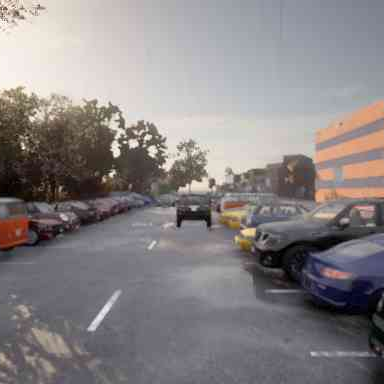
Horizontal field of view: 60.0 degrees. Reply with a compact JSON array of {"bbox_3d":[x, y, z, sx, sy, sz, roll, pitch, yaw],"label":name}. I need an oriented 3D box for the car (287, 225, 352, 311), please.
[{"bbox_3d":[4.416,1.480,6.081,4.674,1.452,2.002,0,0,0],"label":"car"}]

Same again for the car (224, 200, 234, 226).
[{"bbox_3d":[4.611,1.365,17.383,5.366,1.575,1.946,0,0,0],"label":"car"}]

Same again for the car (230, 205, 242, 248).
[{"bbox_3d":[4.236,1.401,11.732,5.366,1.575,1.946,0,0,0],"label":"car"}]

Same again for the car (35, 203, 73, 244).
[{"bbox_3d":[-8.150,1.389,14.375,5.008,1.535,2.097,0,0,0],"label":"car"}]

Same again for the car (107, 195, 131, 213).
[{"bbox_3d":[-8.131,1.299,28.617,5.008,1.535,2.097,0,0,0],"label":"car"}]

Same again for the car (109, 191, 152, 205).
[{"bbox_3d":[-8.104,0.954,42.609,5.566,2.045,2.435,0,0,0],"label":"car"}]

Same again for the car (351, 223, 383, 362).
[{"bbox_3d":[4.385,1.332,3.254,4.553,1.767,2.185,0,0,0],"label":"car"}]

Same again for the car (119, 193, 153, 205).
[{"bbox_3d":[-8.066,1.027,48.390,4.553,1.767,2.185,0,0,0],"label":"car"}]

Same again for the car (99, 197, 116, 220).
[{"bbox_3d":[-8.144,1.335,22.845,5.008,1.535,2.097,0,0,0],"label":"car"}]

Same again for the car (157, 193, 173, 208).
[{"bbox_3d":[-3.310,1.070,43.410,2.097,1.767,4.553,0,0,0],"label":"car"}]

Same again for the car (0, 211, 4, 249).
[{"bbox_3d":[-8.155,1.425,8.852,4.892,1.521,2.231,0,0,0],"label":"car"}]

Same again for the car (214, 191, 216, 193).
[{"bbox_3d":[4.471,0.929,45.638,5.566,2.045,2.435,0,0,0],"label":"car"}]

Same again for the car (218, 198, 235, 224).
[{"bbox_3d":[4.431,1.373,23.035,4.674,1.452,2.002,0,0,0],"label":"car"}]

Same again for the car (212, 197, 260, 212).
[{"bbox_3d":[4.438,1.301,34.338,4.674,1.452,2.002,0,0,0],"label":"car"}]

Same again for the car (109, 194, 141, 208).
[{"bbox_3d":[-8.129,1.264,34.265,4.892,1.521,2.231,0,0,0],"label":"car"}]

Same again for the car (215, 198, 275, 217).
[{"bbox_3d":[4.462,1.327,28.686,4.792,1.488,2.163,0,0,0],"label":"car"}]

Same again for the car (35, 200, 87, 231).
[{"bbox_3d":[-8.174,1.245,17.198,4.553,1.767,2.185,0,0,0],"label":"car"}]

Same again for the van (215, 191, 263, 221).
[{"bbox_3d":[4.314,1.089,25.859,4.442,1.987,1.878,0,0,0],"label":"van"}]

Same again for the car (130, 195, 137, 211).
[{"bbox_3d":[-8.129,1.281,31.441,5.008,1.535,2.097,0,0,0],"label":"car"}]

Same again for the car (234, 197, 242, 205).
[{"bbox_3d":[4.392,1.261,14.557,4.553,1.767,2.185,0,0,0],"label":"car"}]

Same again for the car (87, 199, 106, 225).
[{"bbox_3d":[-8.136,1.353,20.022,5.008,1.535,2.097,0,0,0],"label":"car"}]

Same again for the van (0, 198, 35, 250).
[{"bbox_3d":[-8.262,1.180,11.677,4.442,1.987,1.878,0,0,0],"label":"van"}]

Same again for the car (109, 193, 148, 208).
[{"bbox_3d":[-8.140,1.226,39.911,4.892,1.521,2.231,0,0,0],"label":"car"}]

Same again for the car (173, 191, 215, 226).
[{"bbox_3d":[0.114,1.081,22.306,2.150,2.045,5.566,0,1,0],"label":"car"}]

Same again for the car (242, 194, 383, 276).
[{"bbox_3d":[4.392,1.171,8.904,5.566,2.045,2.435,0,0,0],"label":"car"}]

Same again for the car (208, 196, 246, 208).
[{"bbox_3d":[4.444,1.242,42.816,4.674,1.452,2.002,0,0,0],"label":"car"}]

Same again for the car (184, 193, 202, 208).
[{"bbox_3d":[0.126,1.079,42.118,2.097,1.767,4.553,0,0,0],"label":"car"}]

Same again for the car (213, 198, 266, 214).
[{"bbox_3d":[4.431,1.319,31.512,4.674,1.452,2.002,0,0,0],"label":"car"}]

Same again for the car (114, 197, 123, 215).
[{"bbox_3d":[-8.167,1.346,25.793,4.792,1.488,2.163,0,0,0],"label":"car"}]
